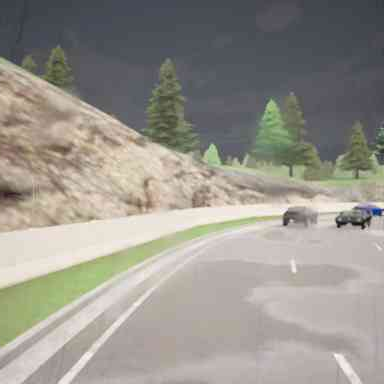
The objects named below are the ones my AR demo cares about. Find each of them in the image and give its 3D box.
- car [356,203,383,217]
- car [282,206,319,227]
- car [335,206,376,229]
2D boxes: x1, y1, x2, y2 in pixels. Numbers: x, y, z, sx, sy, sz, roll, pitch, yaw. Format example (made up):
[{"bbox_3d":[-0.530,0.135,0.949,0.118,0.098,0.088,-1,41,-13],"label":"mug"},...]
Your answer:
[{"bbox_3d":[20.003,2.031,37.828,5.008,1.535,1.882,1,-1,-37],"label":"car"},{"bbox_3d":[8.566,1.856,26.021,1.837,1.490,4.892,0,-1,34],"label":"car"},{"bbox_3d":[12.014,1.955,24.524,1.895,1.301,4.718,0,-1,35],"label":"car"}]
